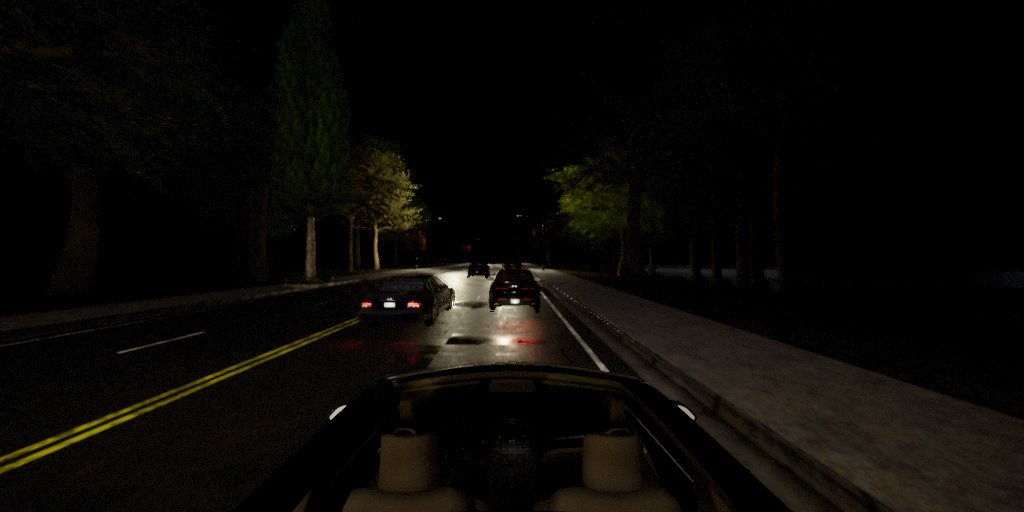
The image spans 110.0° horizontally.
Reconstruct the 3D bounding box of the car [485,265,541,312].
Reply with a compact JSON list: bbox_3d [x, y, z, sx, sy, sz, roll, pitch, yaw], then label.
[{"bbox_3d":[0.094,1.273,14.433,1.837,1.490,4.892,0,0,0],"label":"car"}]

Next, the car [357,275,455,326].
[{"bbox_3d":[-3.149,1.311,11.729,2.033,1.411,5.357,0,0,0],"label":"car"}]

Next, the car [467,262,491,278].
[{"bbox_3d":[-3.146,1.298,34.649,1.882,1.535,5.008,0,0,0],"label":"car"}]

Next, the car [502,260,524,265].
[{"bbox_3d":[0.104,1.164,32.497,2.097,1.767,4.553,0,0,0],"label":"car"}]
